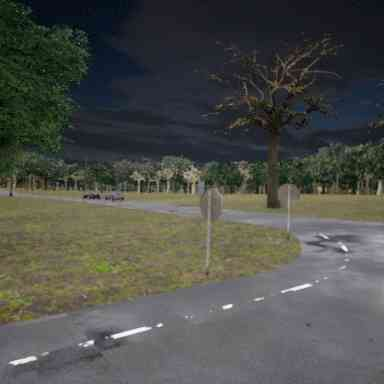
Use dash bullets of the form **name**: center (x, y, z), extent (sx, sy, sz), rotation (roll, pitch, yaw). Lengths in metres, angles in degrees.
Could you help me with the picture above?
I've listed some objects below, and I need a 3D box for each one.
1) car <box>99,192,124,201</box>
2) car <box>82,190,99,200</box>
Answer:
- **car**: center (-12.181, 0.671, 51.736), extent (2.128, 1.511, 4.902), rotation (2, -1, -35)
- **car**: center (-18.167, 0.482, 60.058), extent (2.097, 1.767, 4.553), rotation (2, -1, -36)
